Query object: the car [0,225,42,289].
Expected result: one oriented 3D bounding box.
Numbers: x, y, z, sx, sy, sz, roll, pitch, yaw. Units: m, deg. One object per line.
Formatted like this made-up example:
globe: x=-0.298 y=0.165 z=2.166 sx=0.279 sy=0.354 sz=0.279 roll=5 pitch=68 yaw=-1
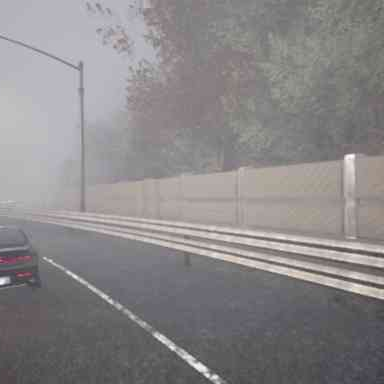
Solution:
car: x=-5.397 y=1.661 z=8.995 sx=1.837 sy=1.490 sz=4.892 roll=0 pitch=-1 yaw=-35
